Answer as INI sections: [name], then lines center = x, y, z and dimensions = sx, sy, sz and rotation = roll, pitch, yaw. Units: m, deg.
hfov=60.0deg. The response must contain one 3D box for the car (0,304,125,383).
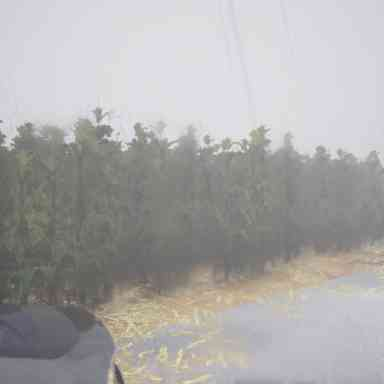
[car]
center = -2.725, 1.497, 1.565
dimensions = 4.902, 1.511, 2.128
rotation = 0, 0, -35
